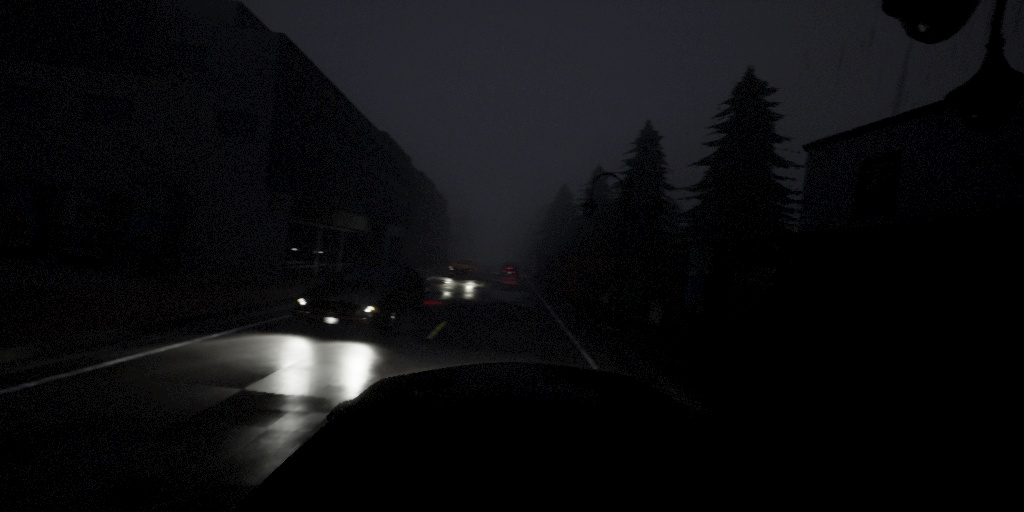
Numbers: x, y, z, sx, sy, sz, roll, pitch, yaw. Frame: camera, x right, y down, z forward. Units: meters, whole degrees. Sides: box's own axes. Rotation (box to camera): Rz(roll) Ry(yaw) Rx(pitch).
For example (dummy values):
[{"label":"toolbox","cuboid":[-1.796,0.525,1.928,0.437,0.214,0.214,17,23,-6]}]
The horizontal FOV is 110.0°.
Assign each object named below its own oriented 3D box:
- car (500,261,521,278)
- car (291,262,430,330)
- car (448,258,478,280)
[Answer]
[{"label":"car","cuboid":[-0.206,1.372,37.667,1.837,1.490,4.892,6,0,0]},{"label":"car","cuboid":[-3.619,0.916,9.867,2.033,1.411,5.357,6,0,0]},{"label":"car","cuboid":[-3.745,0.906,28.195,1.882,1.535,5.008,6,0,0]}]
